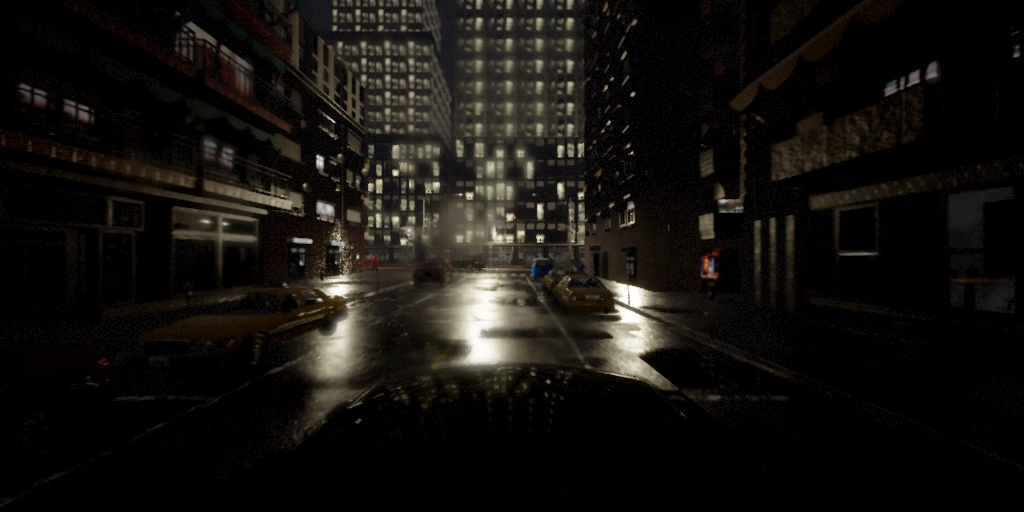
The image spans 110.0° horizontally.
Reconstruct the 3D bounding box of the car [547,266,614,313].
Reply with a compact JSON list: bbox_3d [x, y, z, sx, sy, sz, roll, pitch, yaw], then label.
[{"bbox_3d":[2.565,1.275,13.787,1.751,1.417,4.829,0,0,0],"label":"car"}]

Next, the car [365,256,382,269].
[{"bbox_3d":[-20.887,0.860,50.498,5.009,1.841,2.192,0,0,0],"label":"car"}]

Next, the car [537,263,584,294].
[{"bbox_3d":[2.565,1.276,19.428,1.751,1.417,4.829,0,0,0],"label":"car"}]

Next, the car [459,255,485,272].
[{"bbox_3d":[-6.150,0.925,46.391,5.566,2.045,2.150,1,0,29],"label":"car"}]

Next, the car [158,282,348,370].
[{"bbox_3d":[-5.315,1.275,7.806,1.751,1.417,4.829,0,0,0],"label":"car"}]

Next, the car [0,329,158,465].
[{"bbox_3d":[-5.315,1.332,2.336,1.802,1.307,4.207,0,0,0],"label":"car"}]

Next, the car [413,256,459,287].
[{"bbox_3d":[-5.316,1.067,24.898,2.192,1.841,5.009,0,0,0],"label":"car"}]

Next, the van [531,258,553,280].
[{"bbox_3d":[2.563,1.095,30.538,1.690,1.789,3.998,0,0,0],"label":"van"}]
